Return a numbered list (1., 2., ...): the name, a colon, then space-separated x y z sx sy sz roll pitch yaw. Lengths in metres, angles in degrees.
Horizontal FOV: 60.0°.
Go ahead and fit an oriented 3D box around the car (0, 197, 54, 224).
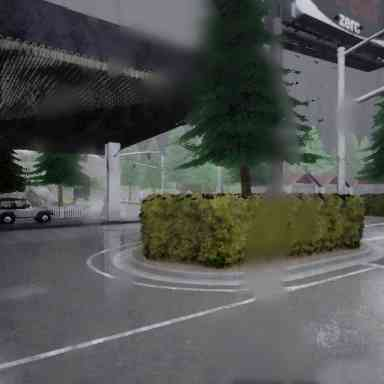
1. car: -11.964 1.313 23.481 3.866 1.878 1.905 0 0 -36
